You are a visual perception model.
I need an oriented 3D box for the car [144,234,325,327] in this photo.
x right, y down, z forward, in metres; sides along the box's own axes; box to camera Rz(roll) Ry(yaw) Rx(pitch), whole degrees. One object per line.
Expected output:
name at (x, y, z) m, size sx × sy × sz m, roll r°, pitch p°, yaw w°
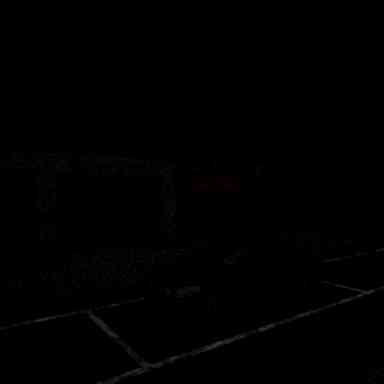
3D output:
car at (1.066, 1.578, 6.928) m, size 4.206 × 1.307 × 1.802 m, roll 0°, pitch 0°, yaw -35°
